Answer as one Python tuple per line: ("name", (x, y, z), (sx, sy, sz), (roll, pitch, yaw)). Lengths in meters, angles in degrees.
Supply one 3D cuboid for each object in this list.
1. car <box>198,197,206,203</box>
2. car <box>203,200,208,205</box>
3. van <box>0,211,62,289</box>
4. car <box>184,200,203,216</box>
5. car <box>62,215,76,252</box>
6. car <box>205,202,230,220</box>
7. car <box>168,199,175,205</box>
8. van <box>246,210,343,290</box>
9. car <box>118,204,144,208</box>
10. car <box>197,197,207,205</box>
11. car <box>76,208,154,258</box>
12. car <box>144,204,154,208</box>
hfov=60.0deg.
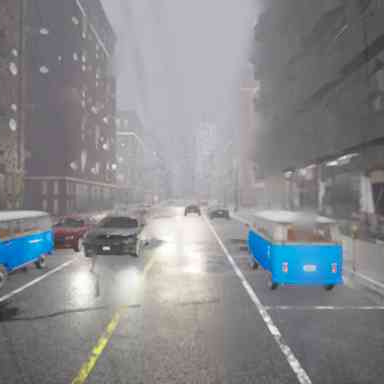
("car", (2.661, 2.423, 75.516), (1.887, 1.381, 4.507), (1, -1, 0))
("car", (2.553, 1.971, 37.463), (1.887, 1.381, 4.507), (1, -1, 0))
("van", (-5.276, 1.444, 9.080), (1.690, 1.788, 3.998), (1, -1, 0))
("car", (0.073, 1.968, 38.790), (1.812, 1.442, 4.674), (0, -1, 0))
("car", (-5.281, 1.712, 14.748), (1.887, 1.381, 4.507), (1, -1, 0))
("car", (2.556, 1.927, 31.792), (1.947, 1.339, 4.313), (1, -1, 0))
("car", (-5.372, 2.570, 86.879), (2.008, 1.369, 4.403), (1, -1, 0))
("van", (2.572, 1.444, 9.112), (1.690, 1.788, 3.998), (1, -1, 0))
("car", (-5.288, 1.847, 26.089), (2.008, 1.369, 4.403), (1, -1, 0))
("car", (2.560, 2.316, 85.464), (2.192, 1.841, 5.009), (1, -1, 0))
("car", (-2.856, 1.631, 13.596), (1.882, 1.535, 5.008), (0, -1, 0))
("car", (-5.294, 1.971, 37.430), (1.887, 1.381, 4.507), (1, -1, 0))
